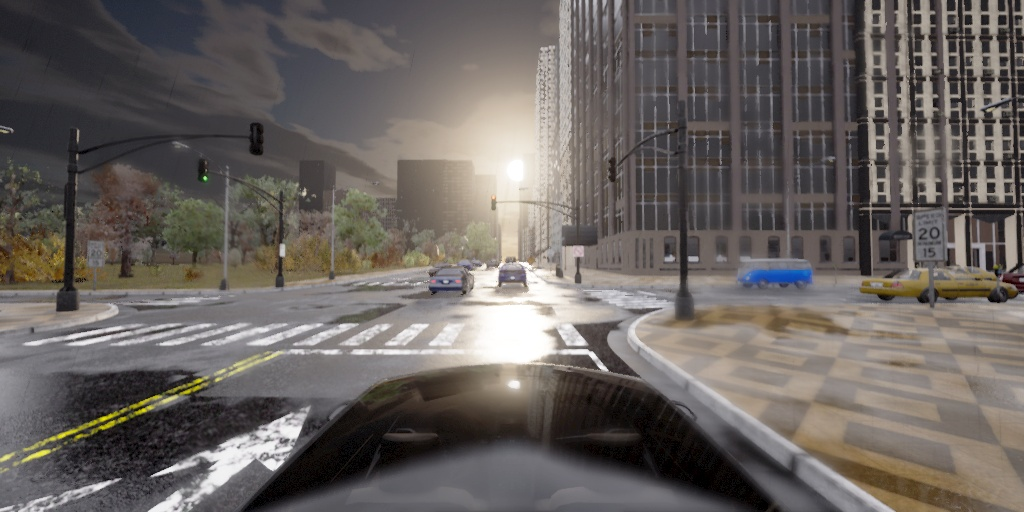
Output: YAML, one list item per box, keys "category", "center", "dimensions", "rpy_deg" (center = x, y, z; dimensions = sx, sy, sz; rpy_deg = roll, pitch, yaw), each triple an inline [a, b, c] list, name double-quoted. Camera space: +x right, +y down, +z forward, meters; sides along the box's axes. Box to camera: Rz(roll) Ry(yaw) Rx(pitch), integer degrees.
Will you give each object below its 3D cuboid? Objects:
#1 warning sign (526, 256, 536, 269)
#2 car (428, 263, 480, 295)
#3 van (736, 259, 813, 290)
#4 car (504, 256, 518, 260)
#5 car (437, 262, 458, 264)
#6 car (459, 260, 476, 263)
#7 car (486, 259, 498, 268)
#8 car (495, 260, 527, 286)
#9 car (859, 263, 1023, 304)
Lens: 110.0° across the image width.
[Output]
- category: "warning sign"
  center: [2.711, 0.928, 50.680]
  dimensions: [1.300, 1.860, 1.060]
  rpy_deg: [0, 0, 0]
- category: "car"
  center: [-3.201, 1.302, 19.787]
  dimensions: [2.033, 1.411, 5.357]
  rpy_deg: [0, 0, 0]
- category: "van"
  center: [15.889, 1.093, 21.778]
  dimensions: [3.998, 1.789, 1.690]
  rpy_deg: [0, 0, -1]
- category: "car"
  center: [-0.173, 1.083, 62.208]
  dimensions: [2.150, 2.045, 5.566]
  rpy_deg: [0, 0, 0]
- category: "car"
  center: [-6.688, 1.334, 34.607]
  dimensions: [1.994, 1.385, 4.181]
  rpy_deg: [0, 0, 0]
- category: "car"
  center: [-6.729, 1.293, 51.220]
  dimensions: [1.882, 1.535, 5.008]
  rpy_deg: [0, 0, 0]
- category: "car"
  center: [-3.424, 1.355, 62.552]
  dimensions: [2.128, 1.511, 4.902]
  rpy_deg: [0, 0, 0]
- category: "car"
  center: [0.035, 1.236, 25.356]
  dimensions: [1.882, 1.535, 5.008]
  rpy_deg: [0, 0, 0]
- category: "car"
  center: [16.293, 1.057, 13.761]
  dimensions: [4.829, 1.417, 1.751]
  rpy_deg: [0, 0, -1]
